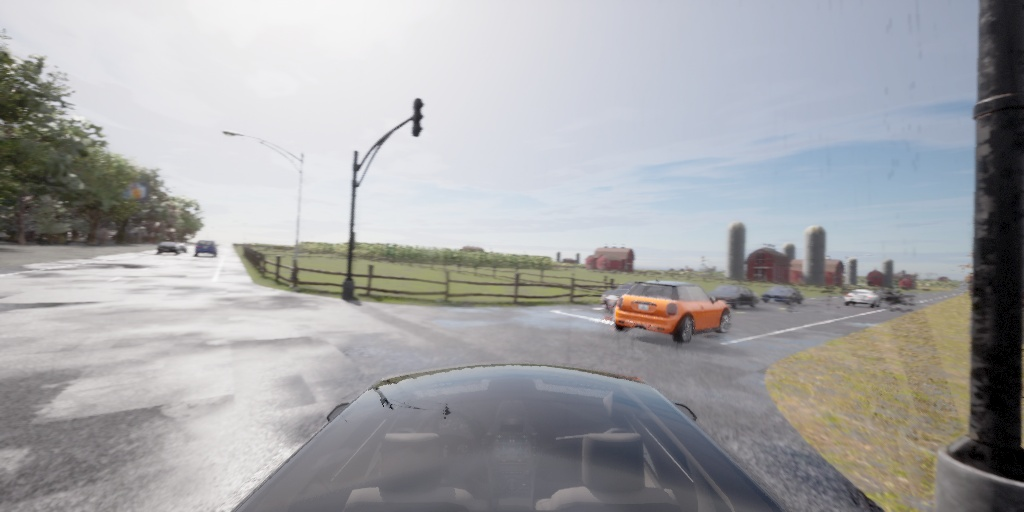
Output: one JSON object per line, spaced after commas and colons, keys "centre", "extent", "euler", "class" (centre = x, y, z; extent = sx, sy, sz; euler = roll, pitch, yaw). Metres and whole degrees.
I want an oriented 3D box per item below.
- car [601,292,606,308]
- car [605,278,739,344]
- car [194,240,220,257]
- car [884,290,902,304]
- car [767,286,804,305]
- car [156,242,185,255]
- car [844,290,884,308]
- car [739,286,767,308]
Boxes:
{"centre": [6.338, 1.952, 17.289], "extent": [4.902, 1.511, 2.128], "euler": [4, -2, -37], "class": "car"}
{"centre": [5.322, 1.606, 11.626], "extent": [4.553, 1.767, 2.097], "euler": [5, -2, -42], "class": "car"}
{"centre": [-37.754, -0.962, 44.351], "extent": [2.150, 2.045, 5.566], "euler": [4, 0, -38], "class": "car"}
{"centre": [44.460, 4.751, 42.360], "extent": [4.902, 1.511, 2.128], "euler": [5, -2, -38], "class": "car"}
{"centre": [22.828, 3.272, 30.138], "extent": [5.357, 1.411, 2.033], "euler": [4, -2, -38], "class": "car"}
{"centre": [-41.507, -0.929, 43.450], "extent": [1.882, 1.535, 5.008], "euler": [4, 0, -38], "class": "car"}
{"centre": [31.627, 3.803, 32.326], "extent": [4.674, 1.442, 1.812], "euler": [5, -2, -38], "class": "car"}
{"centre": [14.513, 2.635, 23.654], "extent": [5.357, 1.411, 2.033], "euler": [4, -2, -38], "class": "car"}
